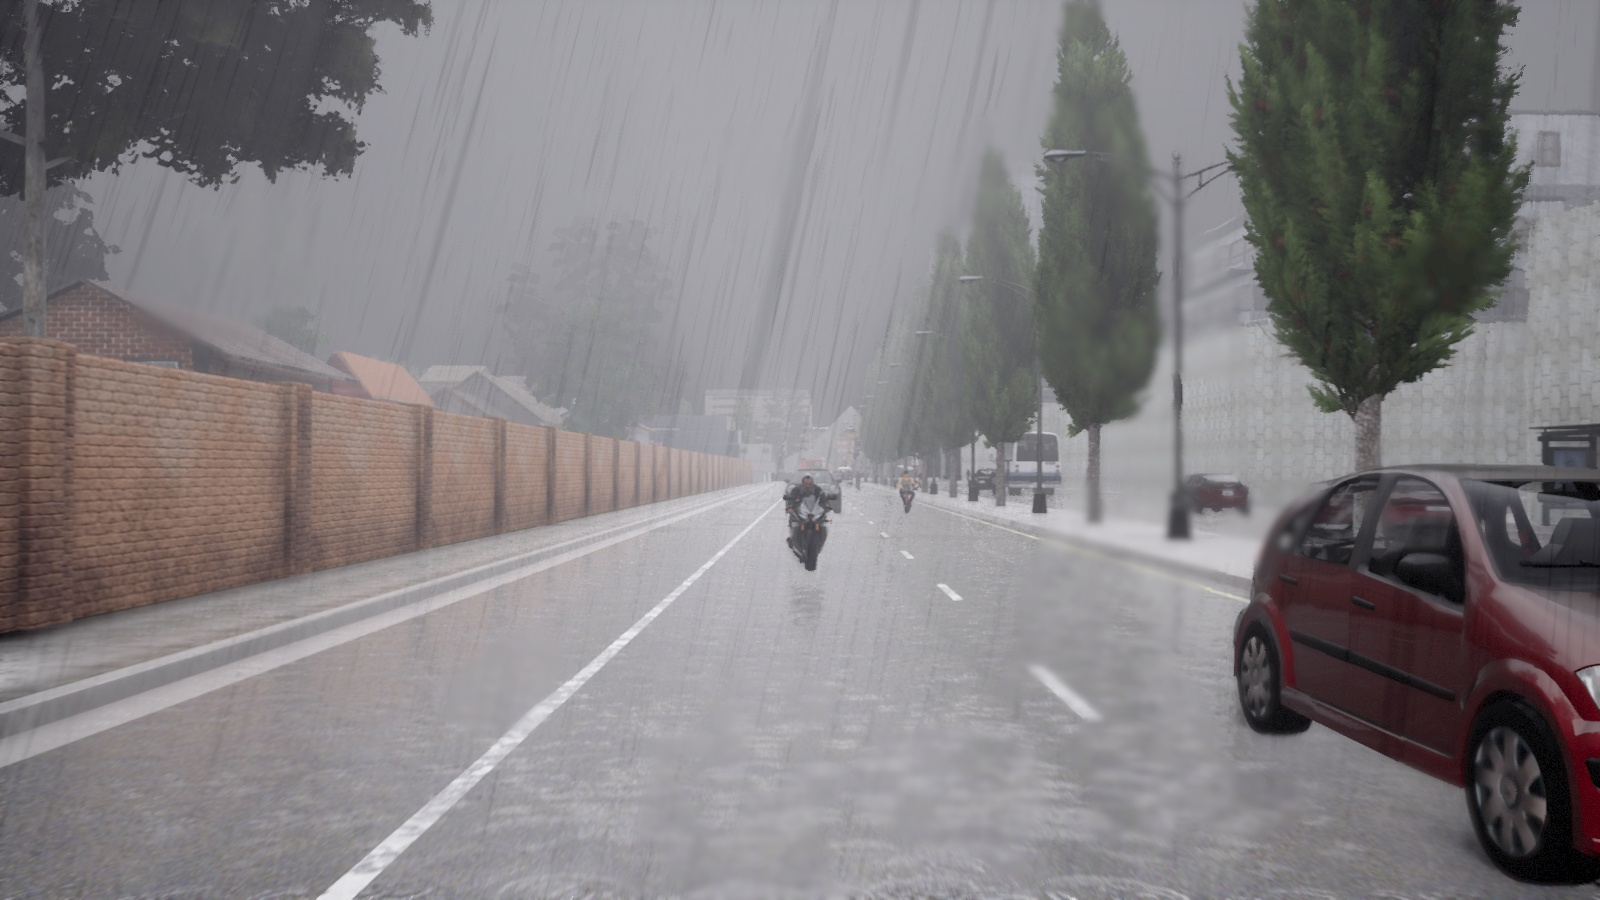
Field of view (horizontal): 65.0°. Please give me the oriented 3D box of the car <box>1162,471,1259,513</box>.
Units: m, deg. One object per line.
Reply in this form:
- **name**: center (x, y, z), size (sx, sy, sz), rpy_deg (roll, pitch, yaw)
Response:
- **car**: center (15.491, 1.549, 47.676), size (2.163, 1.488, 4.792), rpy_deg (0, -1, 1)

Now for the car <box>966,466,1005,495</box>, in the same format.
- **car**: center (12.336, 2.004, 83.600), size (1.932, 1.855, 4.605), rpy_deg (0, -1, 1)

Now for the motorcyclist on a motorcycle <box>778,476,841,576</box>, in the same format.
- **motorcyclist on a motorcycle**: center (0.126, 1.200, 20.560), size (0.866, 1.530, 2.191), rpy_deg (0, -1, -4)

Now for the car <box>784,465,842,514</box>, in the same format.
- **car**: center (0.489, 1.486, 47.850), size (2.097, 1.767, 4.553), rpy_deg (0, -1, 0)

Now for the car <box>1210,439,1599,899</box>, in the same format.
- **car**: center (3.582, 0.803, 6.120), size (1.851, 1.617, 3.988), rpy_deg (0, -1, 0)

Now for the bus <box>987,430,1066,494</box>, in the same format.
- **bus**: center (15.846, 0.883, 88.686), size (3.944, 4.253, 10.273), rpy_deg (0, -1, 2)
